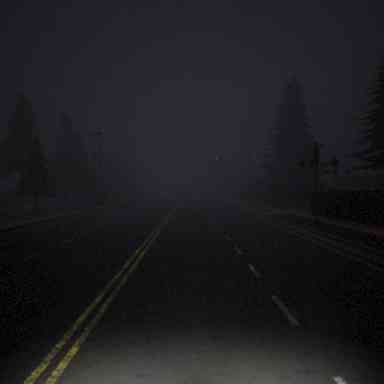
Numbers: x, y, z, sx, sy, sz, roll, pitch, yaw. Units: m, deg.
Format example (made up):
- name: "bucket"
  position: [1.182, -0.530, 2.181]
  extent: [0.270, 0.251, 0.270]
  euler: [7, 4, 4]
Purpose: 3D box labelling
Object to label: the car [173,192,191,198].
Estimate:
- name: "car"
  position: [-2.382, 0.627, 79.790]
  extent: [4.181, 1.385, 1.994]
  euler: [0, 1, -2]
